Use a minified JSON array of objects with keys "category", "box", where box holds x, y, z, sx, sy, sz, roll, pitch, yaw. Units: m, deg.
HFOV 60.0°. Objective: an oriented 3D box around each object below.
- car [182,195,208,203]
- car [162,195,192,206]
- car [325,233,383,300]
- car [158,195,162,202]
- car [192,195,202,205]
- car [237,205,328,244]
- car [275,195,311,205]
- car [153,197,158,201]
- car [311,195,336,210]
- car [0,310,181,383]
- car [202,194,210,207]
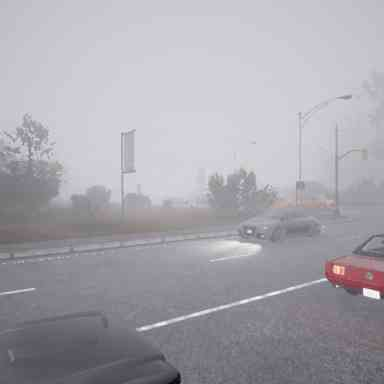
[{"category":"car","box":[0.513,1.273,65.197,2.033,1.411,5.357,-1,0,-38]},{"category":"car","box":[-2.340,1.373,51.697,1.994,1.385,4.181,-1,0,-39]},{"category":"car","box":[5.107,1.570,7.407,4.718,1.301,1.895,0,0,-36]},{"category":"car","box":[-3.501,1.384,58.756,1.895,1.301,4.718,-1,0,-38]},{"category":"car","box":[2.685,1.131,51.037,2.097,1.767,4.553,-1,0,-39]},{"category":"car","box":[4.112,1.504,15.551,4.181,1.385,1.994,-1,0,-36]},{"category":"car","box":[9.941,1.278,36.437,1.882,1.535,5.008,-1,0,-39]},{"category":"car","box":[-6.677,1.326,74.030,1.895,1.301,4.718,-1,0,-38]},{"category":"car","box":[13.779,1.122,37.252,2.097,1.767,4.553,-1,0,-39]},{"category":"car","box":[-2.339,1.601,2.067,4.718,1.301,1.895,0,0,-36]},{"category":"car","box":[3.972,1.282,43.847,1.882,1.535,5.008,-1,0,-39]}]
